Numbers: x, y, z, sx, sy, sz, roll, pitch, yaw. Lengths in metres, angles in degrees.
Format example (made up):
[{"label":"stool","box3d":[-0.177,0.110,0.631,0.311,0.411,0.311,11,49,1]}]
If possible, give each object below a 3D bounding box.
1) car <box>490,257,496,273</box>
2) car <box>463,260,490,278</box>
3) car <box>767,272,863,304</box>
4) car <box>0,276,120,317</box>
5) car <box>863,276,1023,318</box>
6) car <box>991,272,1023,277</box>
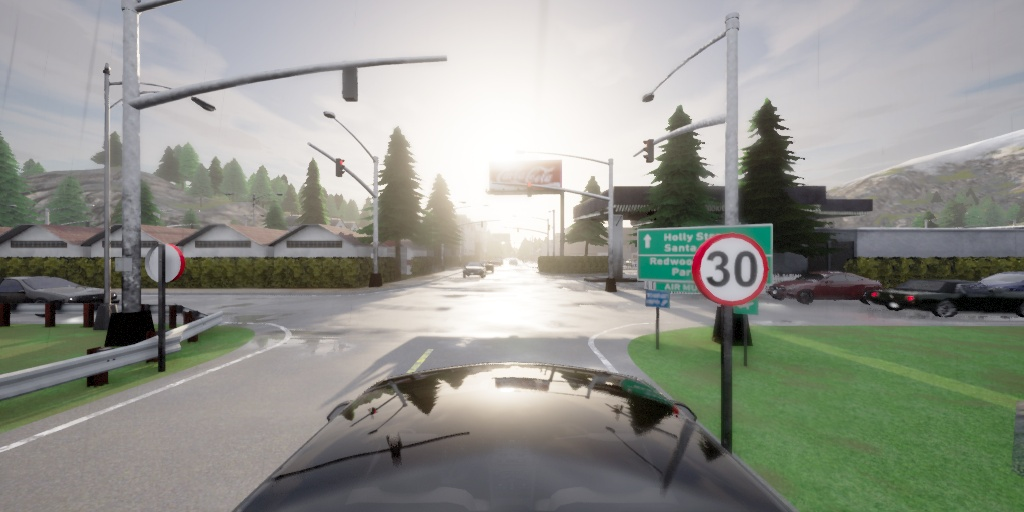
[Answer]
[{"label":"car","box3d":[-3.184,1.269,44.097,1.882,1.535,5.008,0,-1,-3]},{"label":"car","box3d":[-3.459,1.291,33.806,1.812,1.442,4.674,1,-1,1]},{"label":"car","box3d":[14.802,1.467,17.022,4.674,1.442,1.812,0,0,0]},{"label":"car","box3d":[-18.502,1.489,13.733,5.357,1.411,2.033,0,0,1]},{"label":"car","box3d":[16.434,1.542,13.328,4.718,1.301,1.895,0,0,1]},{"label":"car","box3d":[23.935,1.467,16.928,4.674,1.442,1.812,0,0,1]}]
